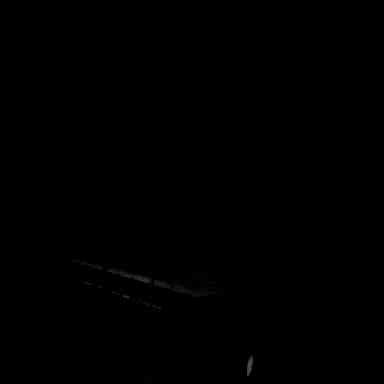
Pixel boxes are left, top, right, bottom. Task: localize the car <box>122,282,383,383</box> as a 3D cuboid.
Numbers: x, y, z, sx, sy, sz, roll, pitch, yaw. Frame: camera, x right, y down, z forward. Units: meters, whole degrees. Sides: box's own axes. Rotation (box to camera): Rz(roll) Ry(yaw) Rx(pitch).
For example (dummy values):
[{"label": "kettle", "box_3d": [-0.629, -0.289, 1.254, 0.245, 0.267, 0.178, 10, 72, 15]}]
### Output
[{"label": "car", "box_3d": [1.485, 1.477, 2.479, 5.008, 1.535, 1.882, 0, 0, 42]}]
